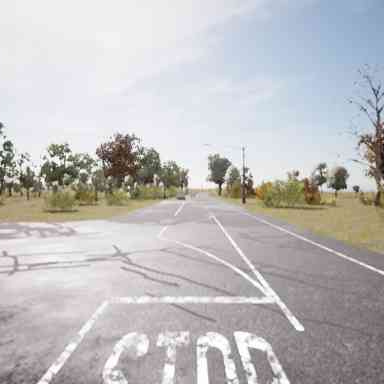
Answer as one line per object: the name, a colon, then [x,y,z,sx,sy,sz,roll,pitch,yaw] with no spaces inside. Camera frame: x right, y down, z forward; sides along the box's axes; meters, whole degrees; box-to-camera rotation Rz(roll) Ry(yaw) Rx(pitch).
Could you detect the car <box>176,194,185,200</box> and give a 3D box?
car: [-2.832,1.278,82.680,1.882,1.535,5.008,0,0,5]
